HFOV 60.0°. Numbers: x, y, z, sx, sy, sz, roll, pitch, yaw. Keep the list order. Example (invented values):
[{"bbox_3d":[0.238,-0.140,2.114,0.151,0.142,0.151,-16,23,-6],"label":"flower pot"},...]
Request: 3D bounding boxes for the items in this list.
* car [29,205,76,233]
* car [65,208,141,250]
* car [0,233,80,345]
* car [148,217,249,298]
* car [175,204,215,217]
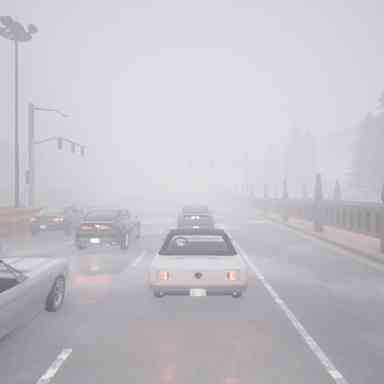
[{"bbox_3d":[-6.843,1.406,17.518,1.812,1.442,4.674,0,0,-1],"label":"car"},{"bbox_3d":[-3.337,1.412,13.889,1.837,1.490,4.892,0,0,0],"label":"car"},{"bbox_3d":[-3.385,1.576,4.663,1.895,1.301,4.718,0,0,0],"label":"car"},{"bbox_3d":[0.131,1.549,8.352,1.895,1.301,4.718,0,0,0],"label":"car"},{"bbox_3d":[0.187,1.385,17.612,1.837,1.490,4.892,0,0,0],"label":"car"}]
